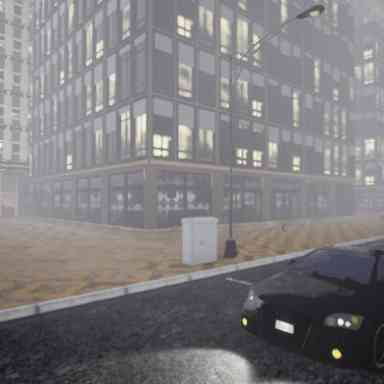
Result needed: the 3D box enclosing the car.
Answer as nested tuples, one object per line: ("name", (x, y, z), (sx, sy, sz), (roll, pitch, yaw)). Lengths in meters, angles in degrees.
("car", (2.764, 1.694, 5.902), (4.181, 1.385, 1.994), (1, -2, -41))
